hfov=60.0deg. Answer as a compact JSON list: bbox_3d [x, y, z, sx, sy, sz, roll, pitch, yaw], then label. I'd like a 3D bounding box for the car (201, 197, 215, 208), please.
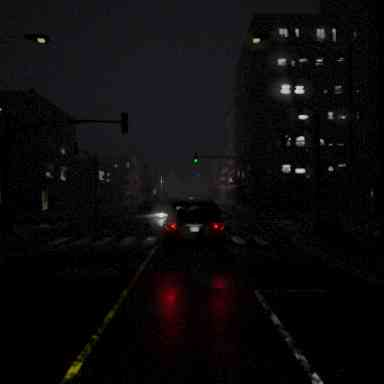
[{"bbox_3d":[2.591,1.739,54.744,1.967,1.590,4.097,1,0,0],"label":"car"}]

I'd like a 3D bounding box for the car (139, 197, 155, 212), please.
[{"bbox_3d":[-5.843,1.781,43.296,1.887,1.381,4.507,1,0,0],"label":"car"}]

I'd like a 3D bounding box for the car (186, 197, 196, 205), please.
[{"bbox_3d":[-0.149,1.904,70.978,2.128,1.511,4.902,0,0,0],"label":"car"}]

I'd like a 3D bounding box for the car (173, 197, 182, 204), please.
[{"bbox_3d":[-3.153,1.911,72.548,1.812,1.442,4.674,0,0,0],"label":"car"}]

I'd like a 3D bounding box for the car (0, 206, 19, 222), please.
[{"bbox_3d":[-16.445,1.774,26.337,5.008,1.535,1.882,-1,-1,2],"label":"car"}]

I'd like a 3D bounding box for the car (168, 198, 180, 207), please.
[{"bbox_3d":[-3.165,1.825,59.256,1.837,1.490,4.892,0,0,0],"label":"car"}]

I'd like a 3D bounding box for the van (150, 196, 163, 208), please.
[{"bbox_3d":[-5.786,1.639,54.666,1.690,1.788,3.998,1,0,0],"label":"van"}]

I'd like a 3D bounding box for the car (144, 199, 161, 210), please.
[{"bbox_3d":[-5.779,1.812,48.977,1.887,1.381,4.507,1,0,0],"label":"car"}]

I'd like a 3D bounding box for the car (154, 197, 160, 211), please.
[{"bbox_3d":[-3.176,1.721,42.032,2.128,1.511,4.902,0,0,0],"label":"car"}]

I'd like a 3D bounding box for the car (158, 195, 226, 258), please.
[{"bbox_3d":[0.079,1.295,13.314,2.150,2.045,5.566,0,0,0],"label":"car"}]

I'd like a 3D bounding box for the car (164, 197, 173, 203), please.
[{"bbox_3d":[-5.852,2.036,83.098,1.802,1.307,4.206,1,0,0],"label":"car"}]
